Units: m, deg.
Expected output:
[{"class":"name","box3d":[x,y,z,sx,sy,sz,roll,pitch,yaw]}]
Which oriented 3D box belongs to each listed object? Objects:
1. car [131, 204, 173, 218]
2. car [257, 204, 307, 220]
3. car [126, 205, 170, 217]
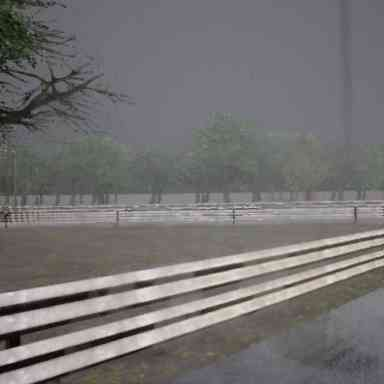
[{"class":"car","box3d":[-5.010,2.342,41.729,4.902,1.511,2.128,-1,0,4]},{"class":"car","box3d":[9.101,2.003,33.750,4.892,1.490,1.837,-1,0,4]},{"class":"car","box3d":[-5.217,2.486,38.235,4.718,1.301,1.895,-1,0,4]}]
